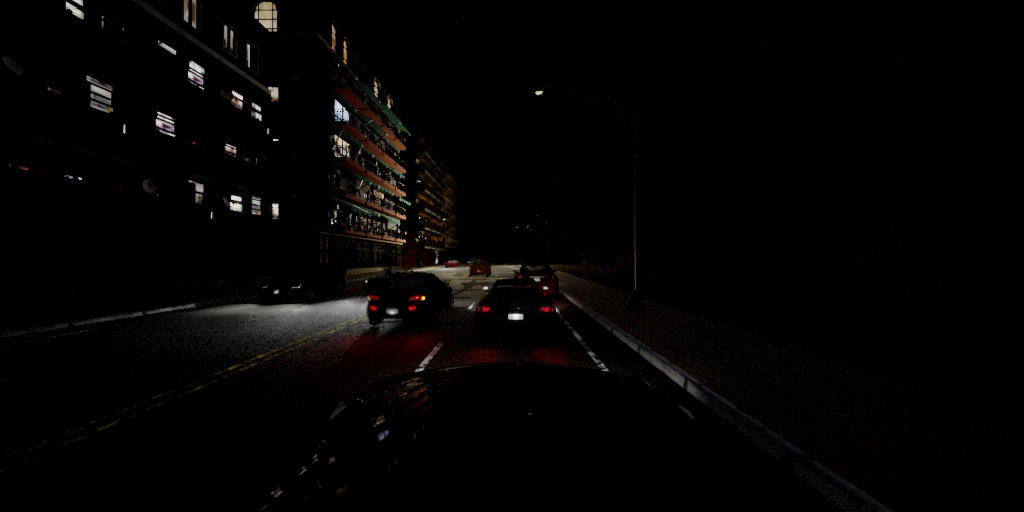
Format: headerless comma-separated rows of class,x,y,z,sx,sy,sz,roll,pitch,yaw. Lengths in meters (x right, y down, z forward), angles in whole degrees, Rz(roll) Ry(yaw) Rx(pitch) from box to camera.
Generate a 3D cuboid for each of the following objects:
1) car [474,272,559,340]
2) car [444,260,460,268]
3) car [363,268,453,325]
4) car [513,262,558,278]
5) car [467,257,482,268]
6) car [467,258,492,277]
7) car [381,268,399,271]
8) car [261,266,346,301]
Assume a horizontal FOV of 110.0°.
car,0.101,1.315,9.954,1.994,1.385,4.181,0,0,0
car,-9.783,1.351,58.832,1.895,1.301,4.718,0,0,0
car,-3.144,1.277,11.720,1.812,1.442,4.674,0,0,0
car,1.151,1.103,18.533,2.097,1.767,4.553,0,0,0
car,-6.513,1.102,62.548,2.097,1.767,4.553,0,0,0
car,-3.121,1.229,36.162,1.882,1.535,5.008,0,0,0
car,-6.583,1.353,20.117,1.895,1.301,4.718,0,0,0
car,-9.838,1.257,17.397,1.837,1.490,4.892,0,0,0
